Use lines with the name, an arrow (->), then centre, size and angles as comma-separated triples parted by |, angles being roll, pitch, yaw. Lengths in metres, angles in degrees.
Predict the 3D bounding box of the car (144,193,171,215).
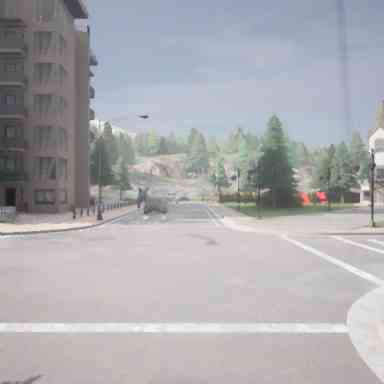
car -> -3.541, 1.290, 33.224 | 2.097, 1.767, 4.553 | 0, 0, 0

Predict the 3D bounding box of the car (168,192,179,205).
car -> -3.574, 1.043, 59.352 | 2.150, 2.045, 5.566 | 0, 0, 0
